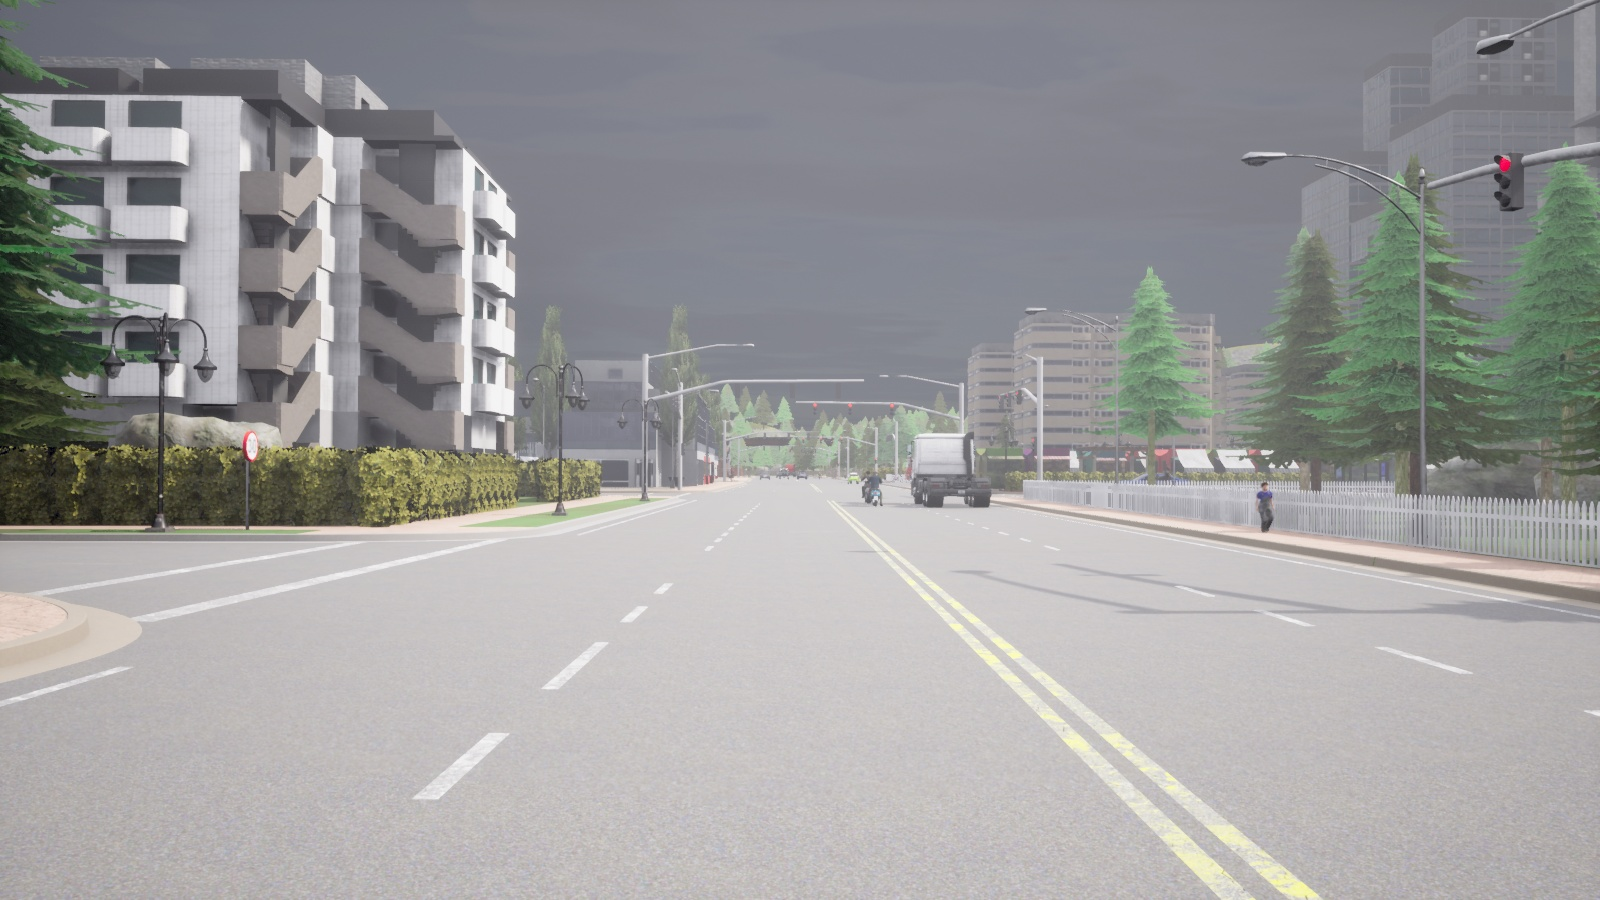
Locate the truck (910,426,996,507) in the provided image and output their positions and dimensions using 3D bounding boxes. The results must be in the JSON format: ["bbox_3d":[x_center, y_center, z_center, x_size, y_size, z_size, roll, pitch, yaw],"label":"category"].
[{"bbox_3d":[6.860,0.768,57.460,2.891,3.462,7.936,0,-1,0],"label":"truck"}]

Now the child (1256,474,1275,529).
[{"bbox_3d":[10.935,1.204,29.498,0.270,1.263,0.437,0,-1,0],"label":"child"}]

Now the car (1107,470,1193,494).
[{"bbox_3d":[22.624,2.063,81.258,5.008,1.535,1.882,0,-1,-2],"label":"car"}]
